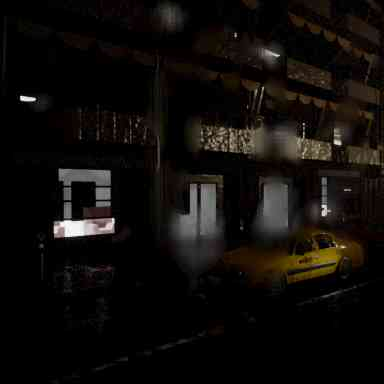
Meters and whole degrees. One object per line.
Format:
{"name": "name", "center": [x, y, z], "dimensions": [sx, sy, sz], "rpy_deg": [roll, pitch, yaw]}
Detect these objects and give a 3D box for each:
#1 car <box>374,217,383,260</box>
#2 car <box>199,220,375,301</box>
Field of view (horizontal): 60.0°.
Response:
{"name": "car", "center": [7.039, 1.547, 11.611], "dimensions": [4.507, 1.381, 1.887], "rpy_deg": [0, 0, -36]}
{"name": "car", "center": [2.408, 1.526, 8.296], "dimensions": [4.829, 1.417, 1.752], "rpy_deg": [0, 0, -36]}
